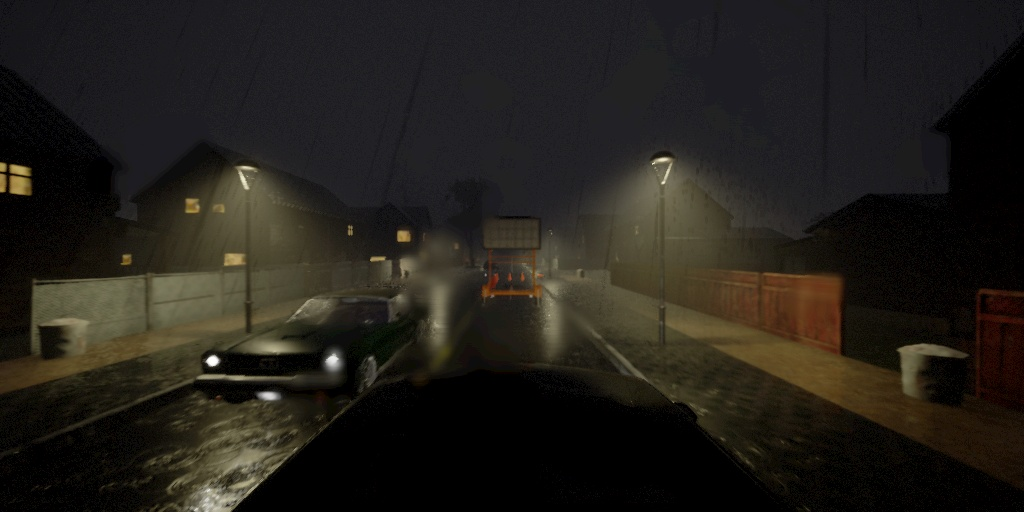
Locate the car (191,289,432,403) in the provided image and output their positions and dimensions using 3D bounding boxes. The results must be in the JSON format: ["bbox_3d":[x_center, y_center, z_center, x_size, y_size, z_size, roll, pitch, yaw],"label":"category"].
[{"bbox_3d":[-2.851,1.322,6.415,1.895,1.301,4.718,0,0,0],"label":"car"}]

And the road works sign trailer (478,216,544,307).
[{"bbox_3d":[-0.002,0.140,14.959,2.380,3.560,2.880,0,0,0],"label":"road works sign trailer"}]

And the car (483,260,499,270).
[{"bbox_3d":[-2.835,1.175,48.941,1.994,1.385,4.181,0,0,0],"label":"car"}]
